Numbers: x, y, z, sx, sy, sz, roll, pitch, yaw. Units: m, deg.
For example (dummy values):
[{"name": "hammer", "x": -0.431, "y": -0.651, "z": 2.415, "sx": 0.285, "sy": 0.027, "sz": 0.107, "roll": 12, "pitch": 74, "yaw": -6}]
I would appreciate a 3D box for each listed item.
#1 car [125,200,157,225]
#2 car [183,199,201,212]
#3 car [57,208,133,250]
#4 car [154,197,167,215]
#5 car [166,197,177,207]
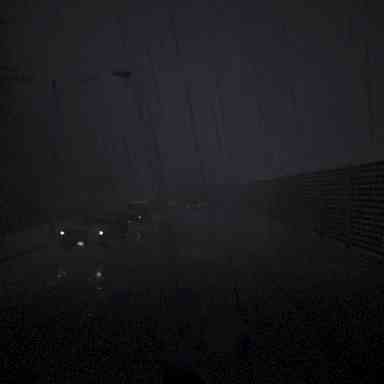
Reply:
[{"name": "car", "x": -4.050, "y": 1.545, "z": 24.240, "sx": 2.033, "sy": 1.411, "sz": 5.357, "roll": 0, "pitch": 0, "yaw": 0}, {"name": "car", "x": -0.005, "y": 1.544, "z": 38.595, "sx": 2.033, "sy": 1.411, "sz": 5.357, "roll": 0, "pitch": 0, "yaw": -4}, {"name": "car", "x": -4.090, "y": 1.599, "z": 14.478, "sx": 1.895, "sy": 1.301, "sz": 4.718, "roll": 0, "pitch": 0, "yaw": 0}, {"name": "car", "x": -3.996, "y": 1.560, "z": 34.226, "sx": 1.994, "sy": 1.385, "sz": 4.181, "roll": 0, "pitch": 0, "yaw": 0}, {"name": "car", "x": -4.399, "y": 1.474, "z": 48.630, "sx": 5.008, "sy": 1.535, "sz": 1.882, "roll": 0, "pitch": 0, "yaw": 38}]
